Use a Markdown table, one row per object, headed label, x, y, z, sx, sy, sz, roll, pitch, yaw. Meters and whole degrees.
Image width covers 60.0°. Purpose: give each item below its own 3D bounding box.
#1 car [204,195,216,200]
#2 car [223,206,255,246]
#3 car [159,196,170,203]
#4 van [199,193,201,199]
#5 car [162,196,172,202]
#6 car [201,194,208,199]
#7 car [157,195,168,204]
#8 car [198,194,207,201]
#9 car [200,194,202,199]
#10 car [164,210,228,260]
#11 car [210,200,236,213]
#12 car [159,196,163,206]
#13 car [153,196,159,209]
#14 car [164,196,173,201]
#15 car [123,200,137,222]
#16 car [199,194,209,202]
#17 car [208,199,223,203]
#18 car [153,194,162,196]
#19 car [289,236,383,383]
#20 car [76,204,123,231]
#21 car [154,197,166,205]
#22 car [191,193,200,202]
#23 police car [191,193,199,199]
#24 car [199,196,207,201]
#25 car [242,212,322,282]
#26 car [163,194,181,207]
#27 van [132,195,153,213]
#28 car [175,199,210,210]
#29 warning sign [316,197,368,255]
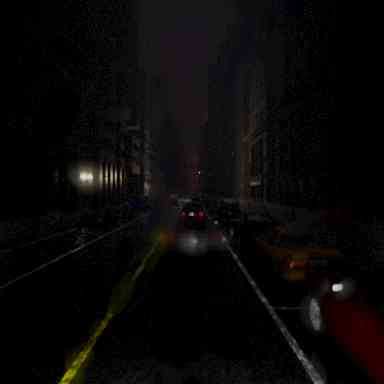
| label | x | y | z | sx | sy | sz | roll | pitch | yaw |
| --- | --- | --- | --- | --- | --- | --- | --- | --- | --- |
| car | 2.759 | 1.442 | 37.398 | 1.967 | 1.590 | 4.097 | 0 | 0 | 0 |
| car | 2.760 | 1.550 | 14.992 | 2.008 | 1.369 | 4.403 | 0 | 0 | 0 |
| car | -5.767 | 1.564 | 70.996 | 2.008 | 1.369 | 4.403 | 0 | 0 | 0 |
| van | 2.757 | 1.351 | 65.408 | 1.690 | 1.788 | 3.998 | 0 | 0 | 0 |
| car | -5.767 | 1.582 | 76.597 | 1.947 | 1.339 | 4.313 | 0 | 0 | 0 |
| car | 2.759 | 1.445 | 48.602 | 1.967 | 1.590 | 4.097 | 0 | 0 | 0 |
| car | -5.767 | 1.450 | 65.393 | 1.967 | 1.590 | 4.097 | 0 | 0 | 0 |
| car | 2.757 | 1.340 | 87.814 | 2.192 | 1.841 | 5.009 | 0 | 0 | 0 |
| car | 2.758 | 1.533 | 59.976 | 1.752 | 1.417 | 4.829 | 0 | 0 | 0 |
| car | 0.062 | 1.561 | 12.455 | 1.994 | 1.385 | 4.181 | 0 | 0 | 0 |
| car | 2.760 | 1.566 | 26.195 | 1.947 | 1.339 | 4.313 | 0 | 0 | 0 |
| car | -5.766 | 1.586 | 48.587 | 1.802 | 1.307 | 4.206 | 0 | 0 | 0 |
| car | -5.766 | 1.528 | 42.815 | 1.752 | 1.417 | 4.829 | 0 | 0 | 0 |
| car | -5.767 | 1.586 | 82.199 | 1.947 | 1.339 | 4.313 | 0 | 0 | 0 |
| car | -5.766 | 1.582 | 26.178 | 1.802 | 1.307 | 4.206 | 0 | 0 | 0 |
| car | 2.757 | 1.331 | 76.610 | 2.192 | 1.841 | 5.009 | 0 | 0 | 0 |
| car | 2.759 | 1.583 | 31.797 | 1.802 | 1.307 | 4.206 | 0 | 0 | 0 |
| car | -5.767 | 1.321 | 54.189 | 2.192 | 1.841 | 5.009 | 0 | 0 | 0 |
| car | 2.760 | 1.544 | 3.788 | 1.887 | 1.381 | 4.507 | 0 | 0 | 0 |
| car | -5.765 | 1.582 | 20.577 | 1.802 | 1.307 | 4.206 | 0 | 0 | 0 |
| car | -5.767 | 1.590 | 59.791 | 1.802 | 1.307 | 4.206 | 0 | 0 | 0 |
| car | 0.851 | 1.242 | 81.375 | 2.150 | 2.045 | 5.566 | 0 | 0 | 0 |
| police car | 0.898 | 1.438 | 71.456 | 1.930 | 1.638 | 5.238 | 0 | 0 | 0 |
| car | 2.758 | 1.602 | 82.212 | 1.802 | 1.307 | 4.206 | 0 | 0 | 0 |
| car | 2.760 | 1.525 | 9.560 | 1.752 | 1.417 | 4.829 | 0 | 0 | 0 |
| car | -3.079 | 1.531 | 51.573 | 1.812 | 1.442 | 4.674 | 0 | 0 | 0 |
| van | -5.767 | 1.343 | 37.383 | 1.690 | 1.788 | 3.998 | 0 | 0 | 0 |
| car | 0.045 | 1.548 | 25.328 | 2.033 | 1.411 | 5.357 | 0 | 0 | 1 |
| warning sign | 5.069 | 1.115 | 11.342 | 1.300 | 1.860 | 1.060 | 0 | 0 | 0 |
